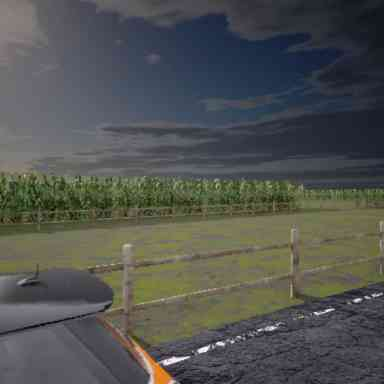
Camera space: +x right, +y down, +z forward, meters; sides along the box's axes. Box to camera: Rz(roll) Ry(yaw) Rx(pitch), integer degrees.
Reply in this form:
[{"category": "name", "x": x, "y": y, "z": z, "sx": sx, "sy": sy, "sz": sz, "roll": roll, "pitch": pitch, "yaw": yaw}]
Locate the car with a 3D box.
[{"category": "car", "x": -2.188, "y": 1.352, "z": 1.390, "sx": 4.553, "sy": 1.767, "sz": 2.097, "roll": 0, "pitch": 0, "yaw": -35}]
